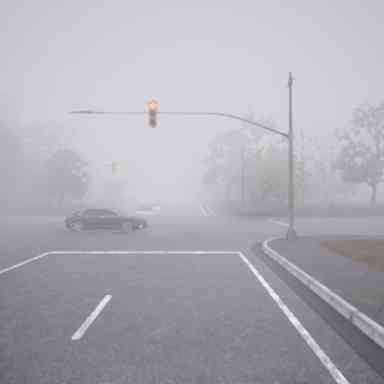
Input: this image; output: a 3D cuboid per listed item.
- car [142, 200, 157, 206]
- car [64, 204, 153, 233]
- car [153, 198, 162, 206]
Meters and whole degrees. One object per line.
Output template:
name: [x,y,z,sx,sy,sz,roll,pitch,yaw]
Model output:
car: [-7.092,2.307,51.222,1.994,1.385,4.181,0,0,0]
car: [-5.104,1.662,19.968,4.892,1.490,1.837,0,-1,3]
car: [-7.030,2.059,66.751,2.128,1.511,4.902,0,1,0]
